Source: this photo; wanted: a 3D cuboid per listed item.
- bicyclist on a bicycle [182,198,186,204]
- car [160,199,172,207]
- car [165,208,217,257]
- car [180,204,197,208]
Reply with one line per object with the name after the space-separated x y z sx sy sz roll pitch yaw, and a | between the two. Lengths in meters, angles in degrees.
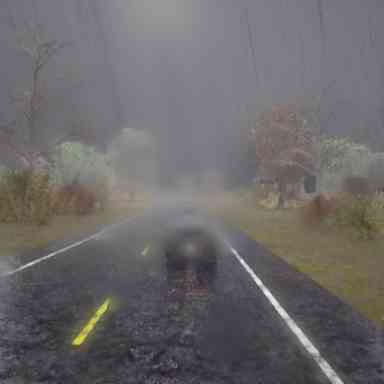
-2.125 2.398 92.218 0.582 1.620 1.656 0 -1 -4 | bicyclist on a bicycle
-5.070 2.196 65.242 1.812 1.442 4.674 0 -1 -2 | car
-0.042 1.648 13.551 1.837 1.490 4.892 0 0 0 | car
-0.274 1.802 28.570 1.837 1.490 4.892 0 0 -1 | car
